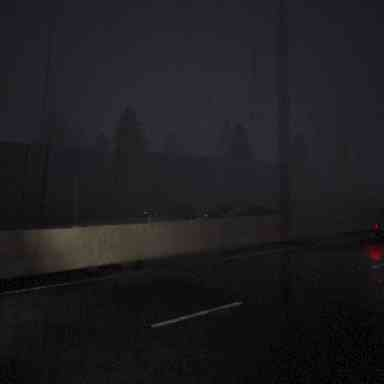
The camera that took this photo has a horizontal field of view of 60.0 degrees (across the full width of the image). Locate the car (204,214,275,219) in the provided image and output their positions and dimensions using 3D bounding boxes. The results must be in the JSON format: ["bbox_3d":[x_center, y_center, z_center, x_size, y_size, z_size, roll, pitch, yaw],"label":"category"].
[{"bbox_3d":[3.221,1.495,19.169,4.674,1.442,1.812,0,0,-36],"label":"car"}]

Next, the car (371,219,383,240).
[{"bbox_3d":[10.364,1.561,15.433,4.718,1.301,1.895,0,0,-35],"label":"car"}]
